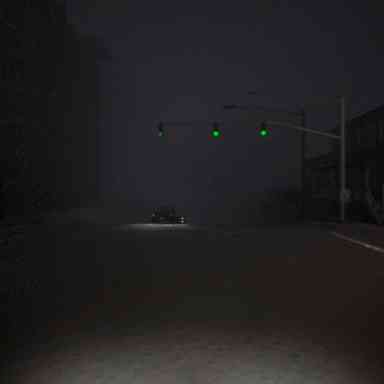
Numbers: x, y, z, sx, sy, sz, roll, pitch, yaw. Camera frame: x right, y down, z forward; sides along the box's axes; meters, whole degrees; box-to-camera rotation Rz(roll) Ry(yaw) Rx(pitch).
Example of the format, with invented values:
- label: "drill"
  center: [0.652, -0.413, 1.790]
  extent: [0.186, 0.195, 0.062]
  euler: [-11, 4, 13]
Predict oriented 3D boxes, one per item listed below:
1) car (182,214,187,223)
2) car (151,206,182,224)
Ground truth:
- label: "car"
  center: [-1.727, 3.031, 36.757]
  extent: [2.097, 1.767, 4.553]
  euler: [-1, -11, 3]
- label: "car"
  center: [-2.174, 1.923, 27.644]
  extent: [1.812, 1.442, 4.674]
  euler: [-1, -4, 3]
